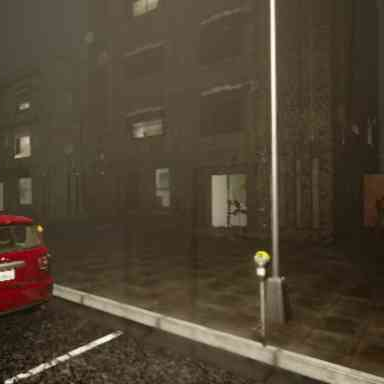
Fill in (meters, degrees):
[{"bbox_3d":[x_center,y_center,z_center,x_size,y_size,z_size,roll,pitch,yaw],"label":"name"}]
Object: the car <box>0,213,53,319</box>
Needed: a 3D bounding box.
[{"bbox_3d":[-4.645,1.286,6.207,5.009,1.841,2.192,0,-1,36],"label":"car"}]
